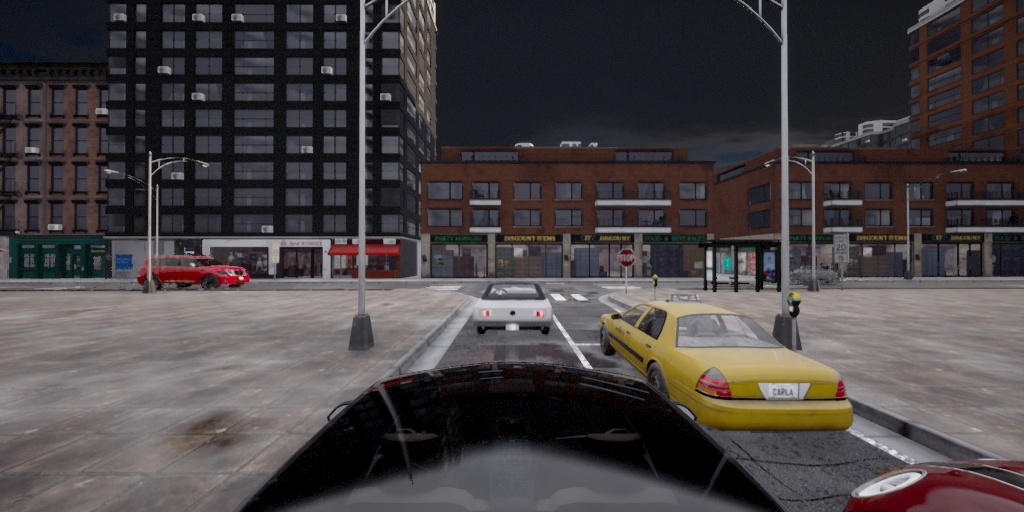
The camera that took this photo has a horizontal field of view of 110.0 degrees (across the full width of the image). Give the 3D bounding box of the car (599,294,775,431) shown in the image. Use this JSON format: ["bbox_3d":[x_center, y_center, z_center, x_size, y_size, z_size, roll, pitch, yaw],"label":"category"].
[{"bbox_3d":[2.634,1.276,5.798,1.751,1.417,4.829,0,0,0],"label":"car"}]

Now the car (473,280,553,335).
[{"bbox_3d":[0.069,1.353,10.476,1.895,1.301,4.718,0,0,1],"label":"car"}]

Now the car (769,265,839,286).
[{"bbox_3d":[19.914,1.287,24.771,4.181,1.385,1.994,0,0,0],"label":"car"}]

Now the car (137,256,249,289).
[{"bbox_3d":[-19.147,0.995,21.657,5.566,2.045,2.150,0,0,0],"label":"car"}]

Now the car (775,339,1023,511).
[{"bbox_3d":[2.642,1.189,0.190,1.967,1.591,4.097,0,0,0],"label":"car"}]
